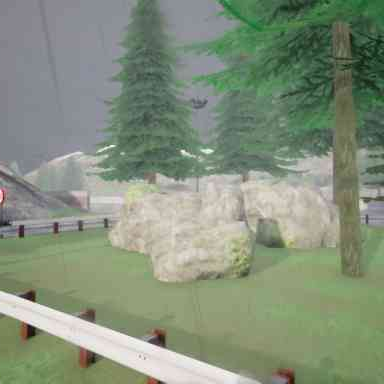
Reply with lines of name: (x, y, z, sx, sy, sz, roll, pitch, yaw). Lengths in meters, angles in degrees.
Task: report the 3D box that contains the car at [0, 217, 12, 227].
car: (-11.028, 1.357, 15.274, 5.357, 1.411, 2.033, 0, 0, 12)
